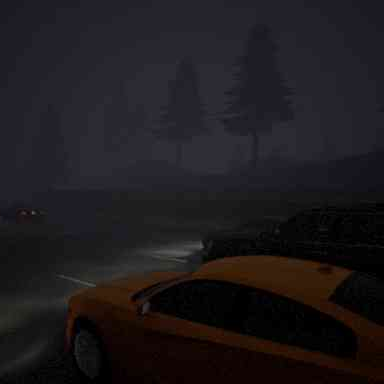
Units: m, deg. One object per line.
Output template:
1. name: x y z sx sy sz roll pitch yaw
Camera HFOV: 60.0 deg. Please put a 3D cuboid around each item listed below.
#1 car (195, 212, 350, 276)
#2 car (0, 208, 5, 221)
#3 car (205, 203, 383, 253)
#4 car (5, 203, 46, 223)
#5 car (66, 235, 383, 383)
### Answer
1. car: 2.503 1.530 11.032 4.674 1.442 1.812 0 0 38
2. car: -13.671 1.421 20.853 1.882 1.535 5.008 0 0 -44
3. car: 2.845 1.230 6.346 5.566 2.045 2.150 0 0 37
4. car: -12.707 1.492 24.854 2.033 1.411 5.357 0 0 -43
5. car: 0.613 1.479 3.678 5.008 1.535 1.882 0 0 36
